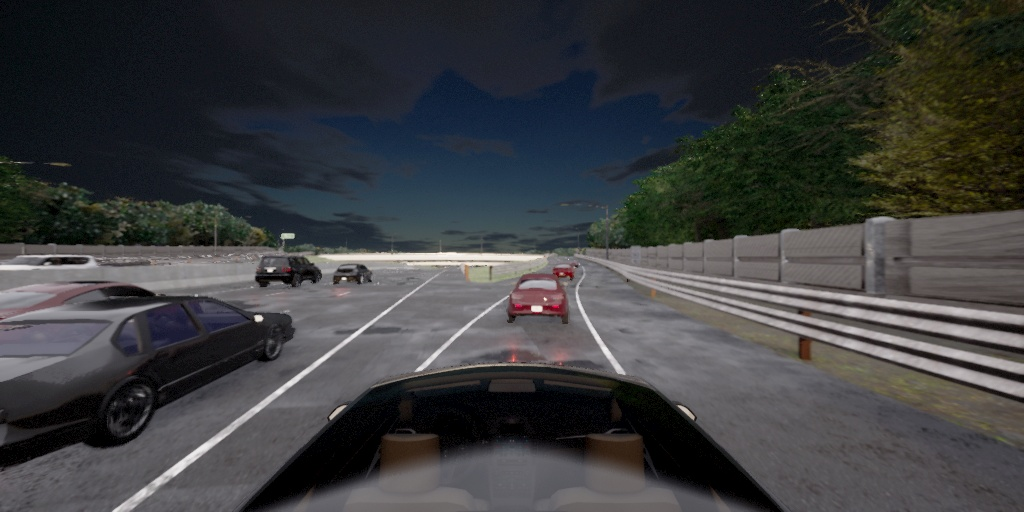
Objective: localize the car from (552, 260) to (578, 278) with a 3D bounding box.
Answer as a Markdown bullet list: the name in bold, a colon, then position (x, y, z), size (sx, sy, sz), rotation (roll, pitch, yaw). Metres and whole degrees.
- **car**: position (4.849, 1.404, 33.557), size (1.882, 1.535, 5.008), rotation (-1, 0, 13)

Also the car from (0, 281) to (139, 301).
- **car**: position (-8.944, 1.245, 7.597), size (1.812, 1.442, 4.674), rotation (0, 0, -8)

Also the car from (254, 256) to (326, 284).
- **car**: position (-14.894, 1.003, 24.163), size (2.150, 2.045, 5.566), rotation (0, -1, -8)

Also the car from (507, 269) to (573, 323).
- **car**: position (0.918, 1.309, 12.156), size (1.812, 1.442, 4.674), rotation (0, -1, 6)

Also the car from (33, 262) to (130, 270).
- **car**: position (-25.456, 1.274, 22.432), size (2.033, 1.411, 5.357), rotation (0, -1, -8)

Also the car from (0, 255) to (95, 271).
- **car**: position (-28.937, 0.932, 22.078), size (2.150, 2.045, 5.566), rotation (0, -1, -8)

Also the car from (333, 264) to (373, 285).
- **car**: position (-11.728, 1.321, 26.699), size (1.837, 1.490, 4.892), rotation (0, 0, -8)

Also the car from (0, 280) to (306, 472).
- **car**: position (-5.132, 1.280, 5.014), size (2.033, 1.411, 5.357), rotation (0, 0, -8)

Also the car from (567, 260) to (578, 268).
- **car**: position (10.631, 1.408, 62.890), size (1.895, 1.301, 4.718), rotation (0, 1, 9)
